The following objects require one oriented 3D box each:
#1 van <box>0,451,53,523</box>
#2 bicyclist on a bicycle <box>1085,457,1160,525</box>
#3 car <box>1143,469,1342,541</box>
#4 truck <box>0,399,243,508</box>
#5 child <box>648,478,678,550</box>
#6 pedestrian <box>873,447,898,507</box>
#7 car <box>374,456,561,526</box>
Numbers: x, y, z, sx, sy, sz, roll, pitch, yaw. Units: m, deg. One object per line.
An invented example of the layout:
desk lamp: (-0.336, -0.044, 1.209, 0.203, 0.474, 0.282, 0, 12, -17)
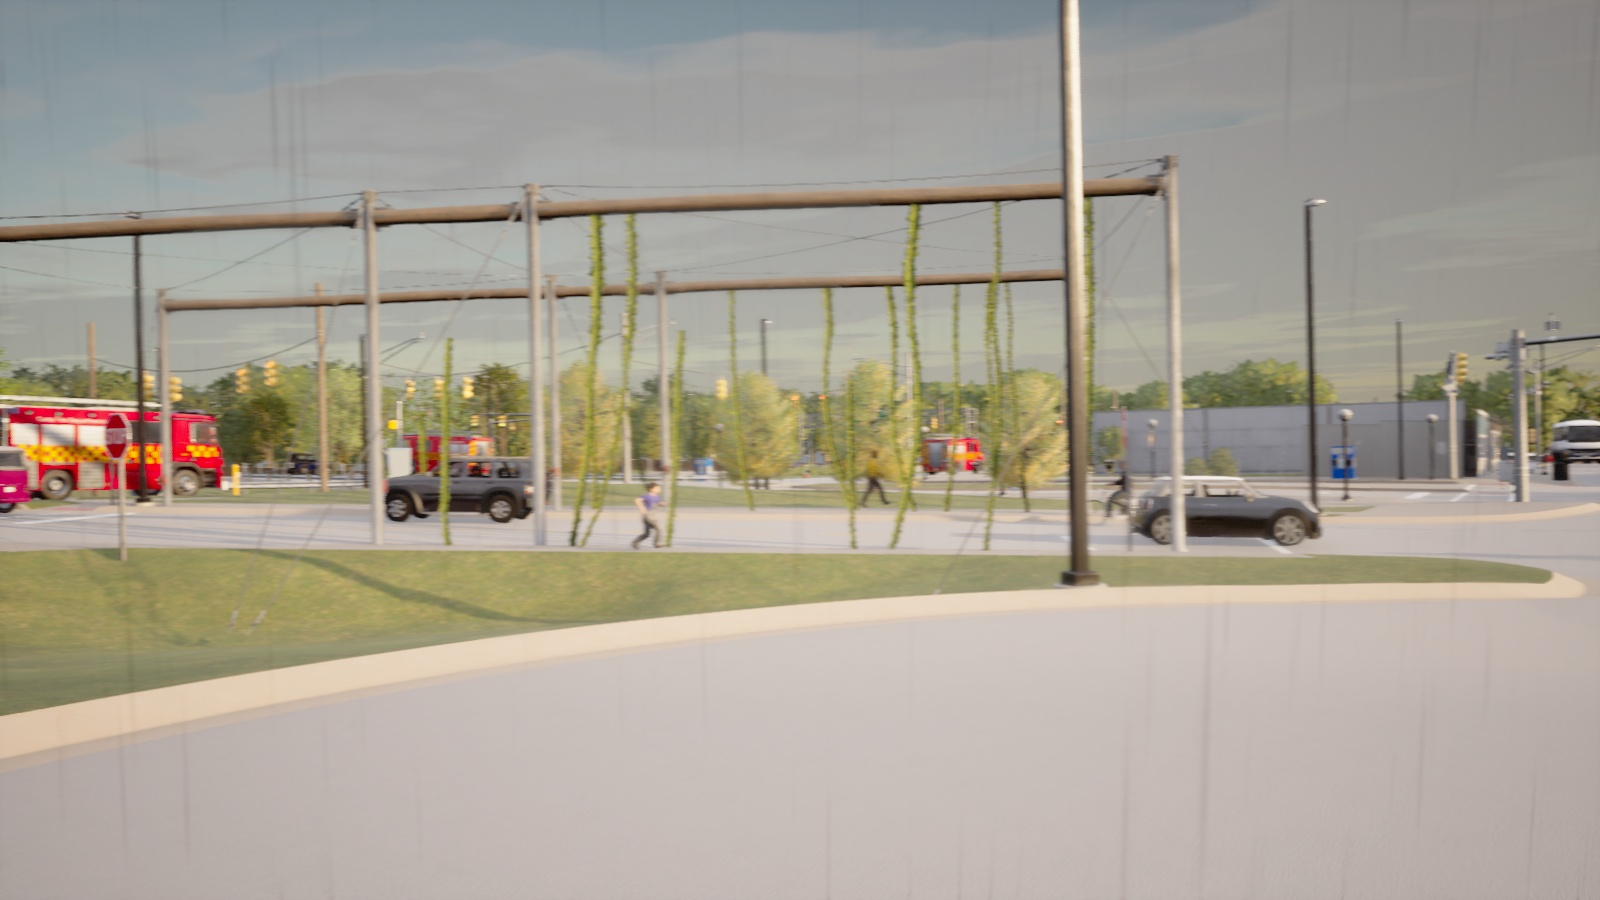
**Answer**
van: (-24.204, 1.029, 36.250, 4.442, 1.987, 1.775, 0, 0, 9)
bicyclist on a bicycle: (8.471, 1.072, 33.085, 1.843, 1.776, 0.659, 0, 0, 9)
car: (9.640, 1.189, 27.649, 3.806, 1.475, 1.970, -1, 0, 8)
truck: (-26.120, 0.210, 48.329, 2.891, 3.827, 8.468, -2, -1, 30)
child: (-2.428, 1.134, 22.270, 0.437, 1.263, 0.270, -2, 0, 3)
pedestrian: (2.666, 0.845, 39.141, 0.726, 1.835, 0.370, -2, 0, 1)
car: (-9.132, 1.114, 34.710, 4.605, 1.855, 1.932, 0, 0, 4)
